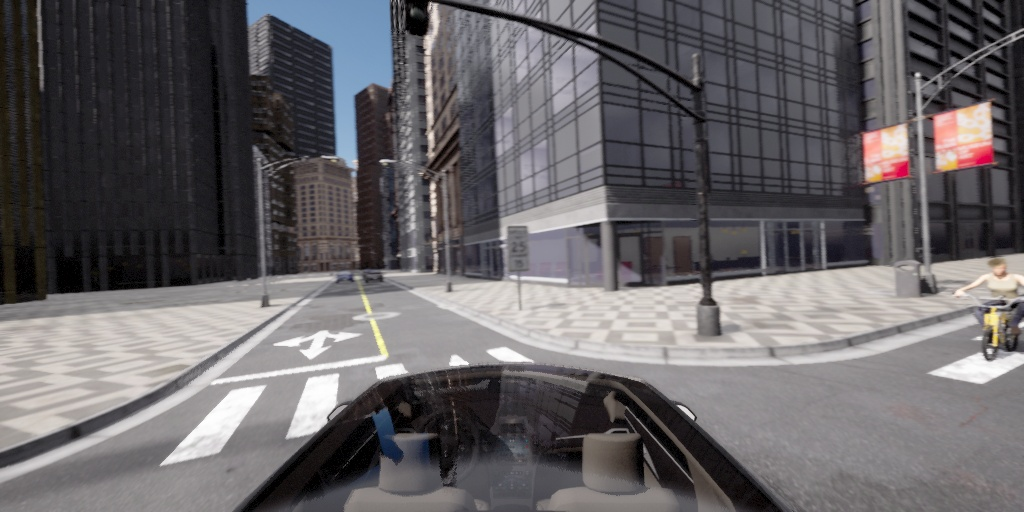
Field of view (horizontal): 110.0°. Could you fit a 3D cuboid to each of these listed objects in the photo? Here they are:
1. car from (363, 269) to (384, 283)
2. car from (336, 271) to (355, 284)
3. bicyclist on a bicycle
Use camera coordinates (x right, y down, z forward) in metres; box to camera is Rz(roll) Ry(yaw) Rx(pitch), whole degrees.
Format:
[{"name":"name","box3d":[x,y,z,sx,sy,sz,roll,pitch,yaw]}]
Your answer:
[{"name":"car","box3d":[-15.650,2.254,40.675,2.128,1.511,4.902,-2,0,-23]},{"name":"car","box3d":[-20.372,2.531,43.880,1.812,1.442,4.674,-2,0,-24]},{"name":"bicyclist on a bicycle","box3d":[7.952,0.837,5.855,1.509,1.612,0.866,-3,0,-24]}]
